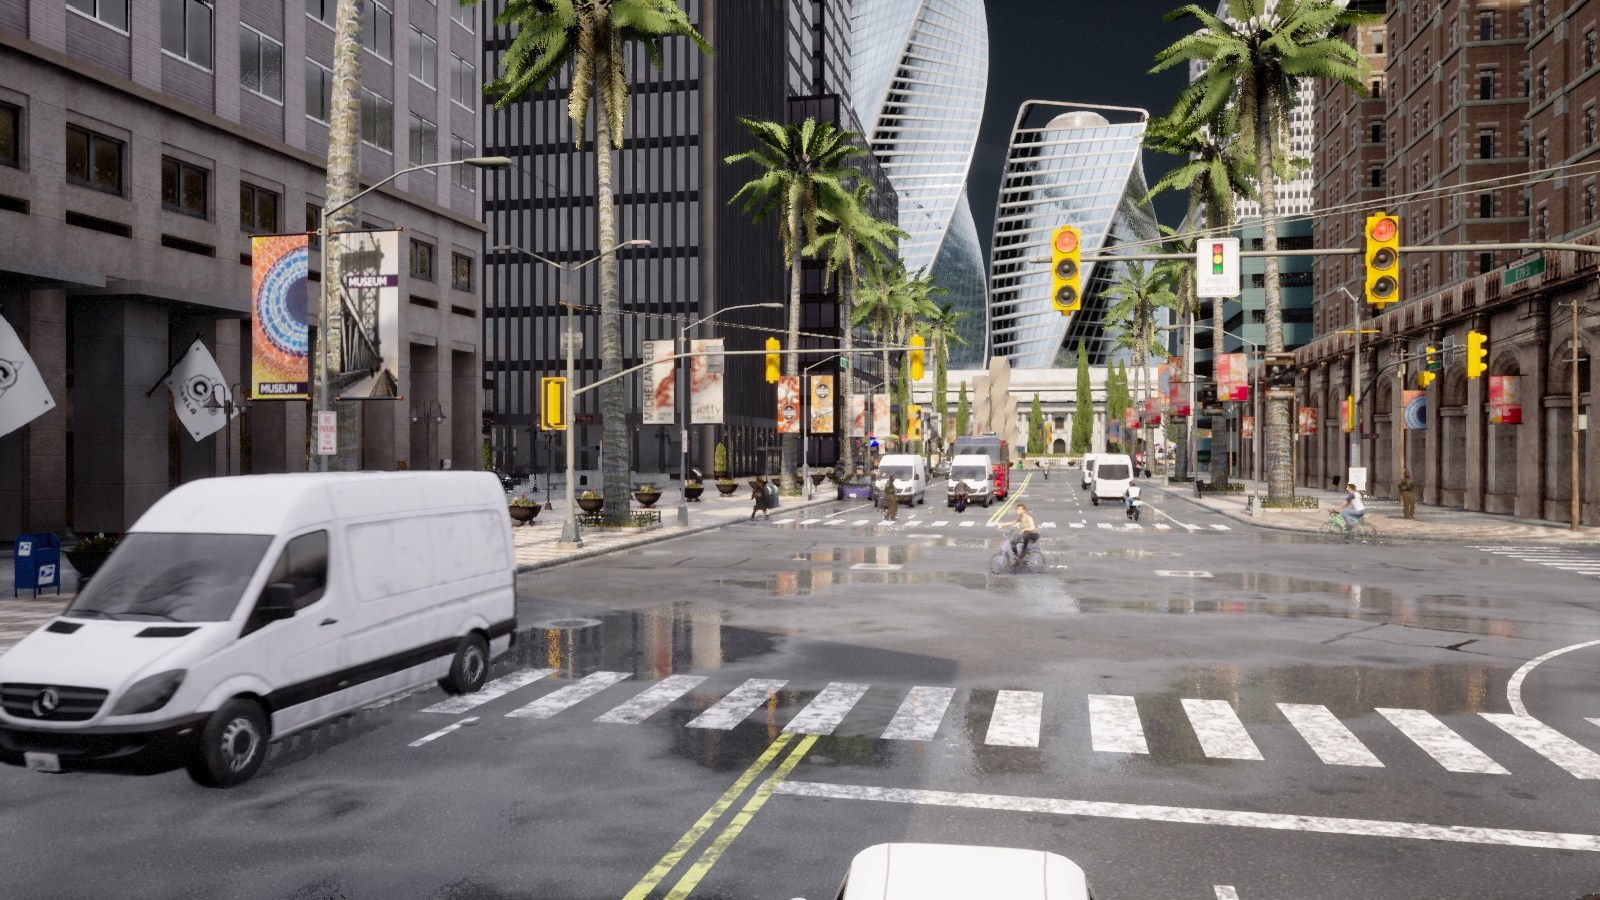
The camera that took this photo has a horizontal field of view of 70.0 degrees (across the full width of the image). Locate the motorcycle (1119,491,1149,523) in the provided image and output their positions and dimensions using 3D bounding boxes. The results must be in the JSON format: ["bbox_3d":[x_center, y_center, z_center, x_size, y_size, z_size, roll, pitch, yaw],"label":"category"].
[{"bbox_3d":[13.089,2.213,44.863,0.803,1.145,2.033,1,0,7],"label":"motorcycle"}]

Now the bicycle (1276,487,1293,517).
[{"bbox_3d":[20.524,2.206,48.420,0.373,1.196,1.643,0,0,13],"label":"bicycle"}]

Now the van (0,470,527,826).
[{"bbox_3d":[-5.122,1.534,11.657,1.988,2.561,5.915,0,0,15],"label":"van"}]

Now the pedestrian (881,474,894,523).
[{"bbox_3d":[3.377,1.848,44.005,0.375,1.860,0.375,0,0,25],"label":"pedestrian"}]

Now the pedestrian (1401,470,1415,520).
[{"bbox_3d":[22.945,1.697,43.136,0.375,1.860,0.375,0,0,9],"label":"pedestrian"}]

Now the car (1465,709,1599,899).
[{"bbox_3d":[3.753,1.992,2.523,2.152,1.651,5.027,0,0,7],"label":"car"}]

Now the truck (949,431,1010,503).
[{"bbox_3d":[10.323,0.890,65.040,2.891,3.827,8.468,0,0,13],"label":"truck"}]

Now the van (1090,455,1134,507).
[{"bbox_3d":[16.339,1.534,59.989,1.988,2.561,5.915,0,0,13],"label":"van"}]

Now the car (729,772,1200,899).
[{"bbox_3d":[0.558,2.120,3.851,1.481,1.376,2.207,0,0,9],"label":"car"}]

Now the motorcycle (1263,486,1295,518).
[{"bbox_3d":[20.463,2.205,48.863,0.867,1.251,2.209,0,0,13],"label":"motorcycle"}]

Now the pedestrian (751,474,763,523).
[{"bbox_3d":[-1.647,1.849,43.916,0.375,1.860,0.375,0,0,10],"label":"pedestrian"}]

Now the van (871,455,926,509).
[{"bbox_3d":[5.034,1.534,57.494,1.988,2.561,5.915,0,0,13],"label":"van"}]

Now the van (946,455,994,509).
[{"bbox_3d":[8.600,1.534,57.397,1.988,2.561,5.915,0,0,13],"label":"van"}]
